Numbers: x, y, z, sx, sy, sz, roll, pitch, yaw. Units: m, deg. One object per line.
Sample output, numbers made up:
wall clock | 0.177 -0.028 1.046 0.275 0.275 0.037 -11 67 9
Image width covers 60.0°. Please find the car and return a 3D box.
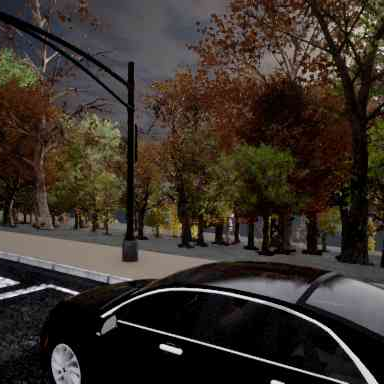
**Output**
car | 0.370 1.504 3.411 4.892 1.490 1.837 0 0 36
